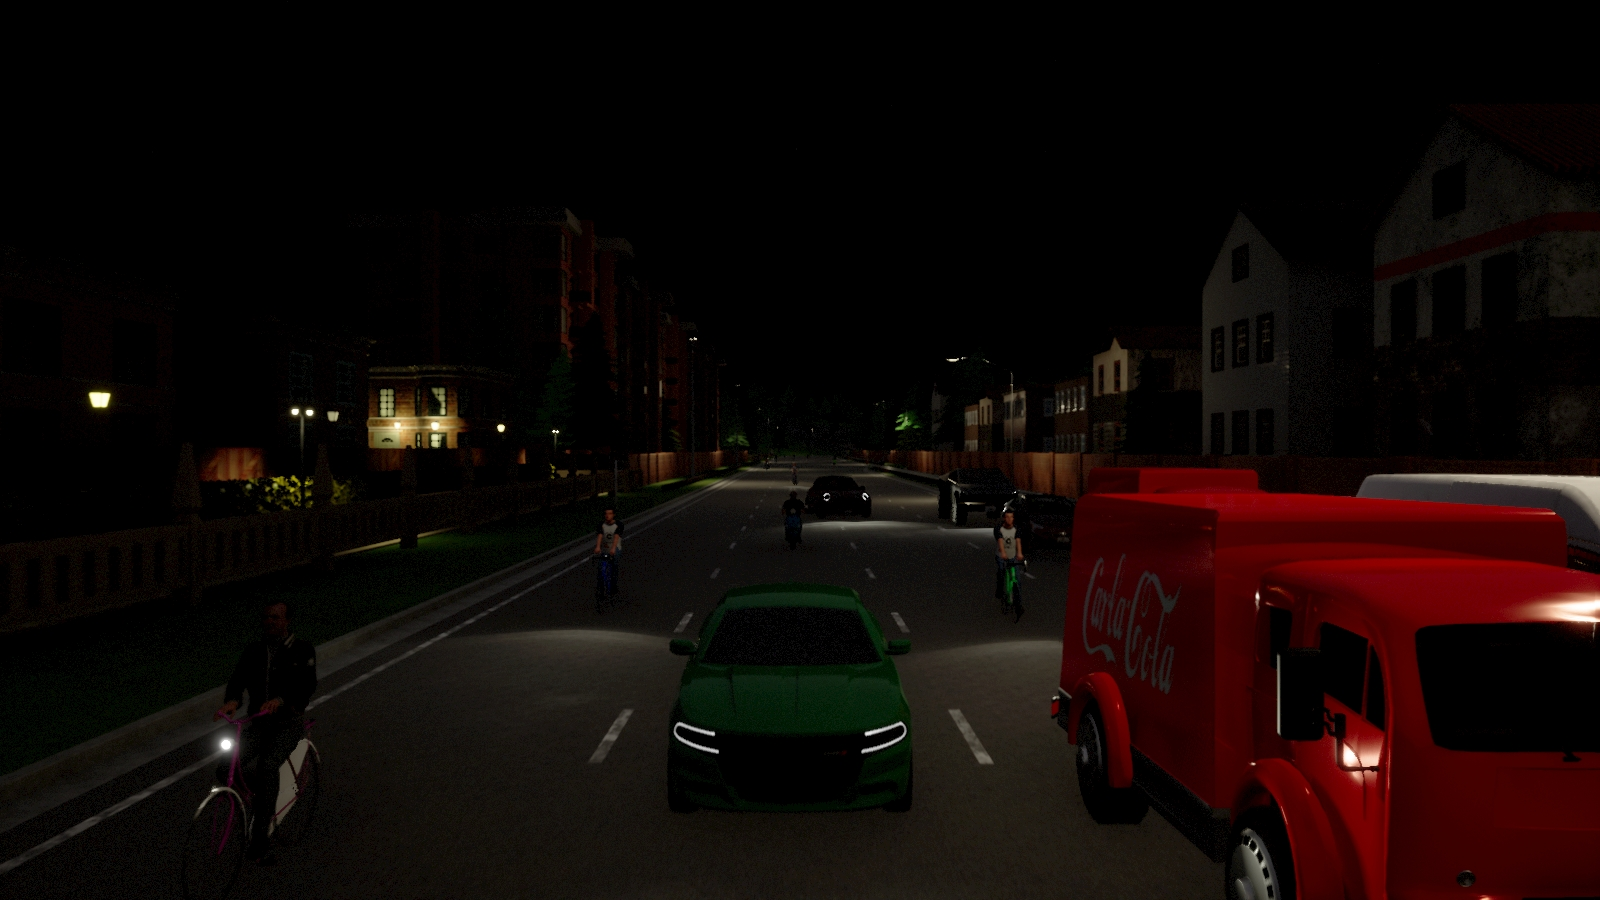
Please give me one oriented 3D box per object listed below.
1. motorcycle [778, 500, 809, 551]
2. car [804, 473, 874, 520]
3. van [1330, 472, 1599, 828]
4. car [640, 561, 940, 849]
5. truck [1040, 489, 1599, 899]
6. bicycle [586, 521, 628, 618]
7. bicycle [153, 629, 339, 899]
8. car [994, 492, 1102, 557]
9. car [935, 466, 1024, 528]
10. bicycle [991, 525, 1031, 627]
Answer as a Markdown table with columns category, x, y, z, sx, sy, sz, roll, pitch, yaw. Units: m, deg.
| category | x | y | z | sx | sy | sz | roll | pitch | yaw |
| --- | --- | --- | --- | --- | --- | --- | --- | --- | --- |
| motorcycle | -0.190 | 2.120 | 32.403 | 0.856 | 1.316 | 1.805 | 0 | 0 | 0 |
| car | 1.568 | 1.876 | 47.623 | 2.097 | 1.767 | 4.553 | 0 | 0 | -9 |
| van | 6.921 | 1.527 | 9.782 | 1.988 | 2.561 | 5.915 | 0 | 0 | 0 |
| car | -0.086 | 2.026 | 10.509 | 2.097 | 1.535 | 5.006 | 0 | 0 | 0 |
| truck | 3.429 | 1.565 | 7.424 | 2.627 | 2.467 | 5.204 | 0 | 0 | 0 |
| bicycle | -3.334 | 2.042 | 19.834 | 0.373 | 1.496 | 1.643 | 0 | 0 | 3 |
| bicycle | -3.558 | 2.054 | 7.491 | 0.329 | 1.471 | 1.835 | 0 | 0 | 0 |
| car | 6.802 | 2.019 | 31.870 | 2.007 | 1.525 | 4.514 | 0 | 0 | 0 |
| car | 6.743 | 1.726 | 43.649 | 2.390 | 2.098 | 6.274 | 0 | 0 | 0 |
| bicycle | 3.462 | 2.043 | 18.852 | 0.373 | 1.496 | 1.643 | 0 | 0 | 0 |
